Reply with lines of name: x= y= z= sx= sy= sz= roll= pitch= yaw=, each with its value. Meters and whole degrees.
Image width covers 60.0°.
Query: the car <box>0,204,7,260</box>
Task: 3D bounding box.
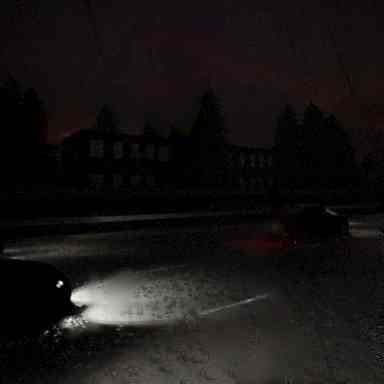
car: x=-8.570 y=1.353 z=10.531 sx=4.553 sy=1.767 sz=2.097 roll=0 pitch=0 yaw=-36

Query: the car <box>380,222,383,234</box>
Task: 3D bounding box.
car: x=11.065 y=1.588 z=15.936 sx=4.718 sy=1.301 sz=1.895 roll=0 pitch=0 yaw=-35

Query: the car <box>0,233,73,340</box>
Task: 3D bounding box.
car: x=-4.087 y=1.565 z=5.130 sx=4.181 sy=1.385 sz=1.994 roll=0 pitch=0 yaw=-35

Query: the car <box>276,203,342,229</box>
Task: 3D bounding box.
car: x=7.922 y=1.512 z=22.310 sx=4.674 sy=1.442 sz=1.812 roll=0 pitch=0 yaw=-36

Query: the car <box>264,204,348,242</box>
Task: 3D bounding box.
car: x=5.763 y=1.468 z=16.452 sx=5.008 sy=1.535 sz=1.882 roll=0 pitch=0 yaw=-36
